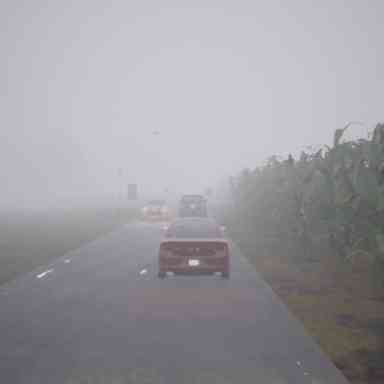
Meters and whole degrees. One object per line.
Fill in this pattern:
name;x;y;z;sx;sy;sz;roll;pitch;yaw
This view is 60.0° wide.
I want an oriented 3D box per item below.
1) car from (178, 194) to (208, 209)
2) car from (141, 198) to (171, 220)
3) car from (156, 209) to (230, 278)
car;0.066;1.177;26.518;2.150;2.045;5.566;0;1;0
car;-2.845;1.300;27.250;2.097;1.767;4.553;0;1;0
car;0.062;1.518;10.393;1.882;1.535;5.008;0;0;0
